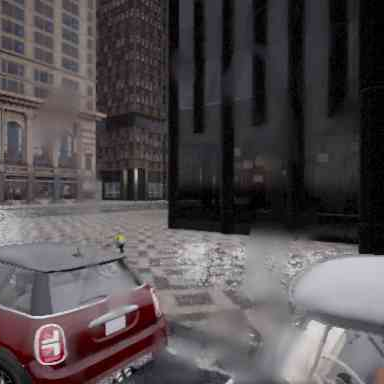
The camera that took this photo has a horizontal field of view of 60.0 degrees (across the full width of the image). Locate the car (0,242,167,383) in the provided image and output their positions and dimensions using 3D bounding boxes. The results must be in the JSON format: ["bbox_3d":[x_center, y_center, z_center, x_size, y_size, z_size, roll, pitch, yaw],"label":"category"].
[{"bbox_3d":[-2.390,1.436,4.665,4.097,1.590,1.967,0,0,36],"label":"car"}]

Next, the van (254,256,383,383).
[{"bbox_3d":[2.170,1.342,1.412,3.998,1.788,1.690,0,0,35],"label":"van"}]
